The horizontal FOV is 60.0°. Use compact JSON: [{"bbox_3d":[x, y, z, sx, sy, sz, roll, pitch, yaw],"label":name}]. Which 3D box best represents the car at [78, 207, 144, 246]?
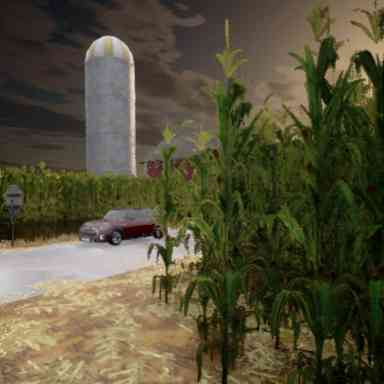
[{"bbox_3d":[-3.456,1.586,16.848,2.097,1.767,4.553,-1,-1,35],"label":"car"}]
